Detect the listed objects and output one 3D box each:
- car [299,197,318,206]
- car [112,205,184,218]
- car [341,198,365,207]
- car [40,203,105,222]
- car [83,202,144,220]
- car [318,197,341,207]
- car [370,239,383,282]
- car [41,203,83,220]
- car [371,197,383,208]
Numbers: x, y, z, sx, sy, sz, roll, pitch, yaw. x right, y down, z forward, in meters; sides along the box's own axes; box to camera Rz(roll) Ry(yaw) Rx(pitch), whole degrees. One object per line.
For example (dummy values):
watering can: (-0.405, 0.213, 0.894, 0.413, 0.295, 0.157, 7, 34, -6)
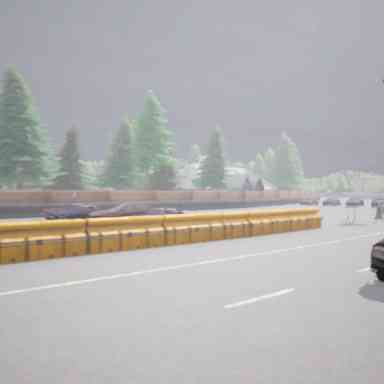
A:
car: (19.795, 1.585, 55.848, 2.033, 1.411, 5.357, 0, 0, 39)
car: (-2.006, 1.608, 19.896, 4.718, 1.301, 1.895, 0, 0, -37)
car: (25.391, 1.587, 51.703, 2.033, 1.411, 5.357, 0, 0, 39)
car: (-9.731, 1.606, 27.238, 4.718, 1.301, 1.895, 0, 0, -36)
car: (-4.424, 1.484, 22.486, 5.008, 1.535, 1.882, 0, 0, -37)
car: (22.766, 1.586, 53.996, 2.033, 1.411, 5.357, 0, 0, 38)
car: (6.421, 1.501, 8.489, 4.902, 1.511, 2.128, 0, 0, -37)
car: (-8.027, 1.606, 24.149, 4.718, 1.301, 1.895, 0, 0, -36)
car: (27.782, 1.544, 49.148, 1.837, 1.490, 4.892, 0, 0, 38)
